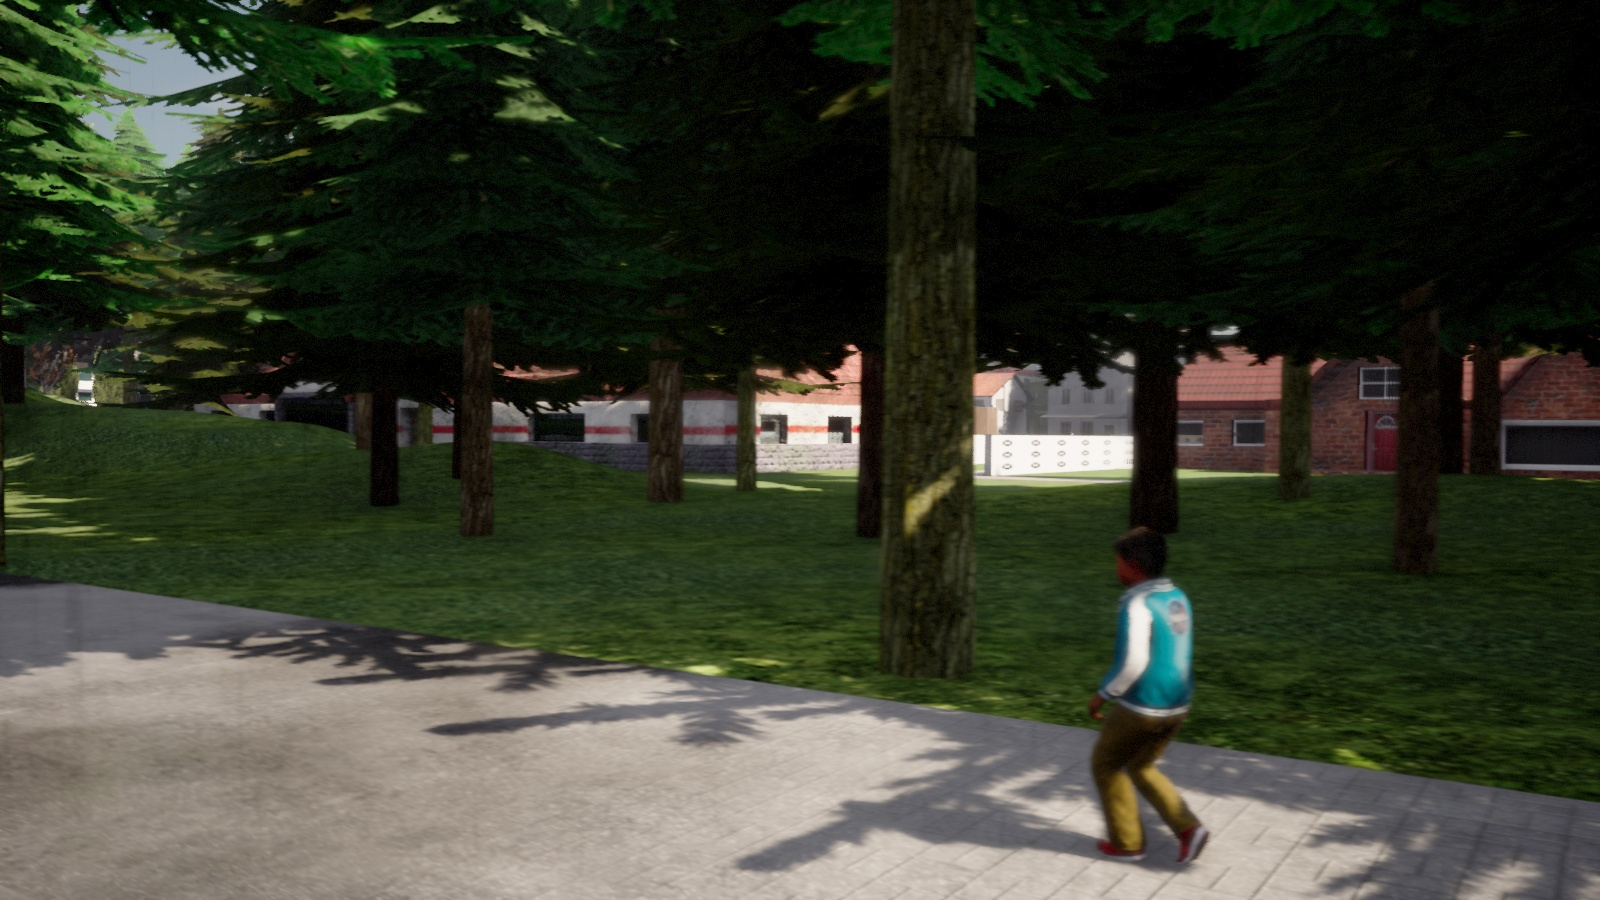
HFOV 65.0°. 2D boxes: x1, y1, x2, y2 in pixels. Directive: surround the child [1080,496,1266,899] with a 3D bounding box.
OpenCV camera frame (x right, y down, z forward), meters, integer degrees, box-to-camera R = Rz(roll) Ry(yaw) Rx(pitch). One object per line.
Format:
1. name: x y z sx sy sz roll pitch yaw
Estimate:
1. child: 1.185 0.756 4.000 0.343 1.192 0.448 -1 1 -41
